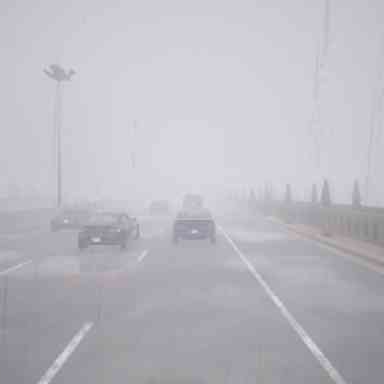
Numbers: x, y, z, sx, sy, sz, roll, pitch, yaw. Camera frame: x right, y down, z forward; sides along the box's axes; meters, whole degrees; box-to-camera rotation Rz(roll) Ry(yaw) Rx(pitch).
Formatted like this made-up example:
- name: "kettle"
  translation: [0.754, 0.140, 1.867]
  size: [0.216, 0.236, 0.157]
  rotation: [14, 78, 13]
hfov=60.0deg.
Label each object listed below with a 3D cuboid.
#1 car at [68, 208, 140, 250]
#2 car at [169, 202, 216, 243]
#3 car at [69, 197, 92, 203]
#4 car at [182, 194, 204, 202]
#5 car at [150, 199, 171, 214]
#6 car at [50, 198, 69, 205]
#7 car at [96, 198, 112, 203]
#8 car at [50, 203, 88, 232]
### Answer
- name: "car"
  translation: [-3.414, 1.527, 14.165]
  size: [1.812, 1.442, 4.674]
  rotation: [0, 0, 0]
- name: "car"
  translation: [0.098, 1.480, 16.211]
  size: [1.882, 1.535, 5.008]
  rotation: [0, 0, 0]
- name: "car"
  translation: [-17.556, 1.567, 53.633]
  size: [1.837, 1.490, 4.892]
  rotation: [0, 0, 0]
- name: "car"
  translation: [0.098, 1.243, 35.497]
  size: [2.150, 2.045, 5.566]
  rotation: [0, 0, 0]
- name: "car"
  translation: [-3.402, 1.514, 36.048]
  size: [2.128, 1.511, 4.902]
  rotation: [0, 0, 0]
- name: "car"
  translation: [-21.055, 1.626, 53.428]
  size: [1.994, 1.385, 4.181]
  rotation: [0, 0, 0]
- name: "car"
  translation: [-14.060, 1.626, 53.293]
  size: [1.994, 1.385, 4.181]
  rotation: [0, 0, 0]
- name: "car"
  translation: [-6.900, 1.568, 20.218]
  size: [1.994, 1.385, 4.181]
  rotation: [0, 0, 0]
